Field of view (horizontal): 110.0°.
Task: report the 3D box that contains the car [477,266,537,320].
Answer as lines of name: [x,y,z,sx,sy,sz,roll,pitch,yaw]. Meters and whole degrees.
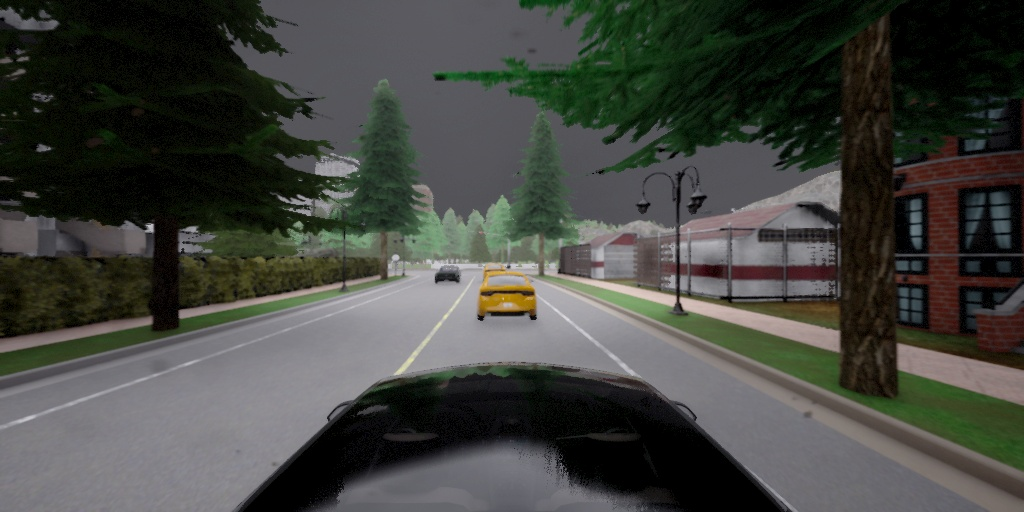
car: [-0.229,1.293,13.038,1.882,1.535,5.008,0,0,-2]

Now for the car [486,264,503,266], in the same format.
car: [-1.518,1.393,30.460,1.882,1.535,5.008,0,0,-6]

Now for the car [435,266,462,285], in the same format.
car: [-5.017,1.507,28.480,1.895,1.301,4.718,0,0,-6]
